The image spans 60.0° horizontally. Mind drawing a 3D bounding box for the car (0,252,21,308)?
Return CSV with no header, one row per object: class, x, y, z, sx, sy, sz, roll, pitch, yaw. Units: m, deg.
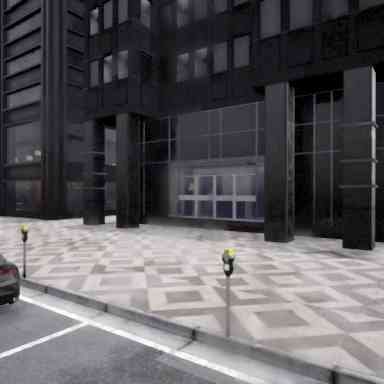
car,-5.116,1.551,6.614,4.403,1.369,2.008,0,0,36
